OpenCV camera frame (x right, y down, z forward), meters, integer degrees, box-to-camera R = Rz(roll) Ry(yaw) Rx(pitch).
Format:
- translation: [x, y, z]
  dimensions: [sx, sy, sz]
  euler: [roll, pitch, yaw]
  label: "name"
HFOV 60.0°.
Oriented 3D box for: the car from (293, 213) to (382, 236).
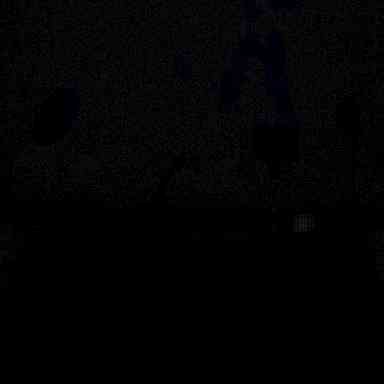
- translation: [8.643, 1.896, 20.099]
  dimensions: [4.718, 1.301, 1.895]
  euler: [1, 0, 0]
  label: "car"
